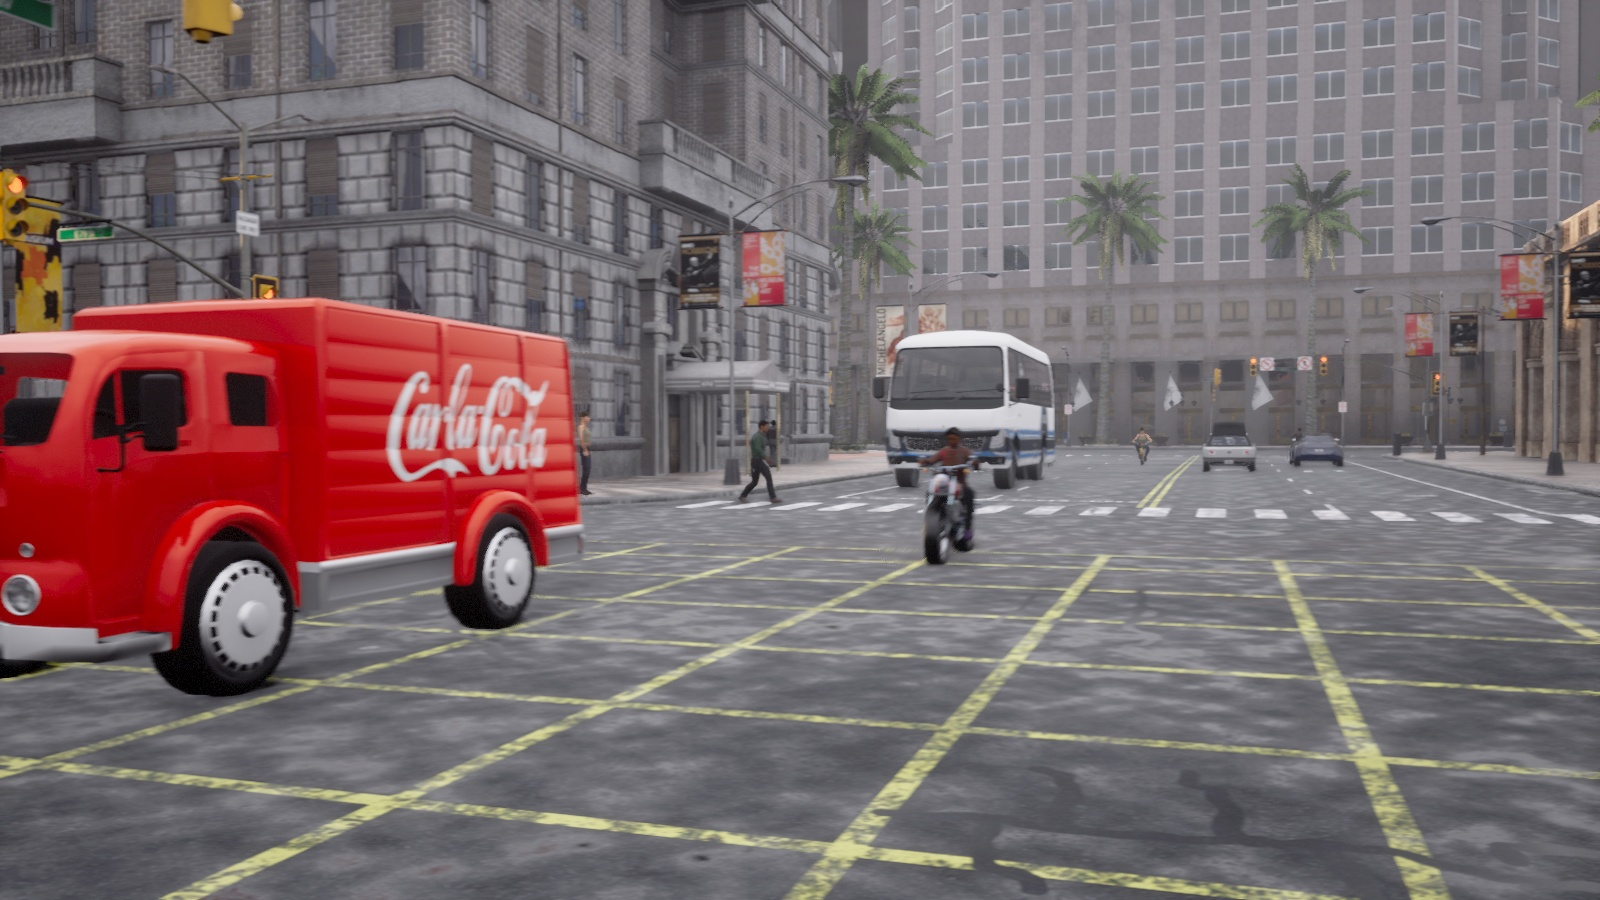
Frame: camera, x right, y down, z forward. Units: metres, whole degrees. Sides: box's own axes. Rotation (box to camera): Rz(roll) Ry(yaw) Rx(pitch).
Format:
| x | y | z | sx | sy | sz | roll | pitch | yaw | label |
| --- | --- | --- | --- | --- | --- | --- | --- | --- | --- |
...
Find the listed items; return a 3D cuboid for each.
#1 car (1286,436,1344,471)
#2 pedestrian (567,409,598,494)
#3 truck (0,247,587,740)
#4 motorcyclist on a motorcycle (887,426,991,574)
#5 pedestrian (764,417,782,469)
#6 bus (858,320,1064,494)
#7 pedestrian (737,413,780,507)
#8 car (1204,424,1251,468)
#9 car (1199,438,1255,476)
| x | y | z | sx | sy | sz | roll | pitch | yaw | label |
| --- | --- | --- | --- | --- | --- | --- | --- | --- | --- |
| 21.912 | 0.115 | 53.559 | 1.994 | 1.385 | 4.181 | 1 | 1 | 19 | car |
| -4.741 | 0.027 | 27.351 | 0.594 | 1.836 | 0.345 | 0 | 1 | 5 | pedestrian |
| -3.964 | 0.180 | 9.158 | 2.627 | 2.467 | 5.204 | 1 | 1 | 18 | truck |
| 1.727 | 0.539 | 15.243 | 0.766 | 1.649 | 2.350 | 1 | 1 | 18 | motorcyclist on a motorcycle |
| -1.021 | -0.279 | 47.350 | 0.402 | 1.930 | 0.666 | 1 | 1 | 24 | pedestrian |
| 4.997 | -1.112 | 36.275 | 3.944 | 4.253 | 10.273 | 1 | 1 | 18 | bus |
| -0.865 | 0.195 | 26.356 | 0.788 | 1.949 | 0.423 | 1 | 1 | 20 | pedestrian |
| 19.303 | -0.213 | 56.733 | 1.905 | 1.878 | 3.866 | 1 | 1 | 19 | car |
| 16.151 | 0.227 | 47.525 | 1.895 | 1.301 | 4.718 | 1 | 1 | 19 | car |
